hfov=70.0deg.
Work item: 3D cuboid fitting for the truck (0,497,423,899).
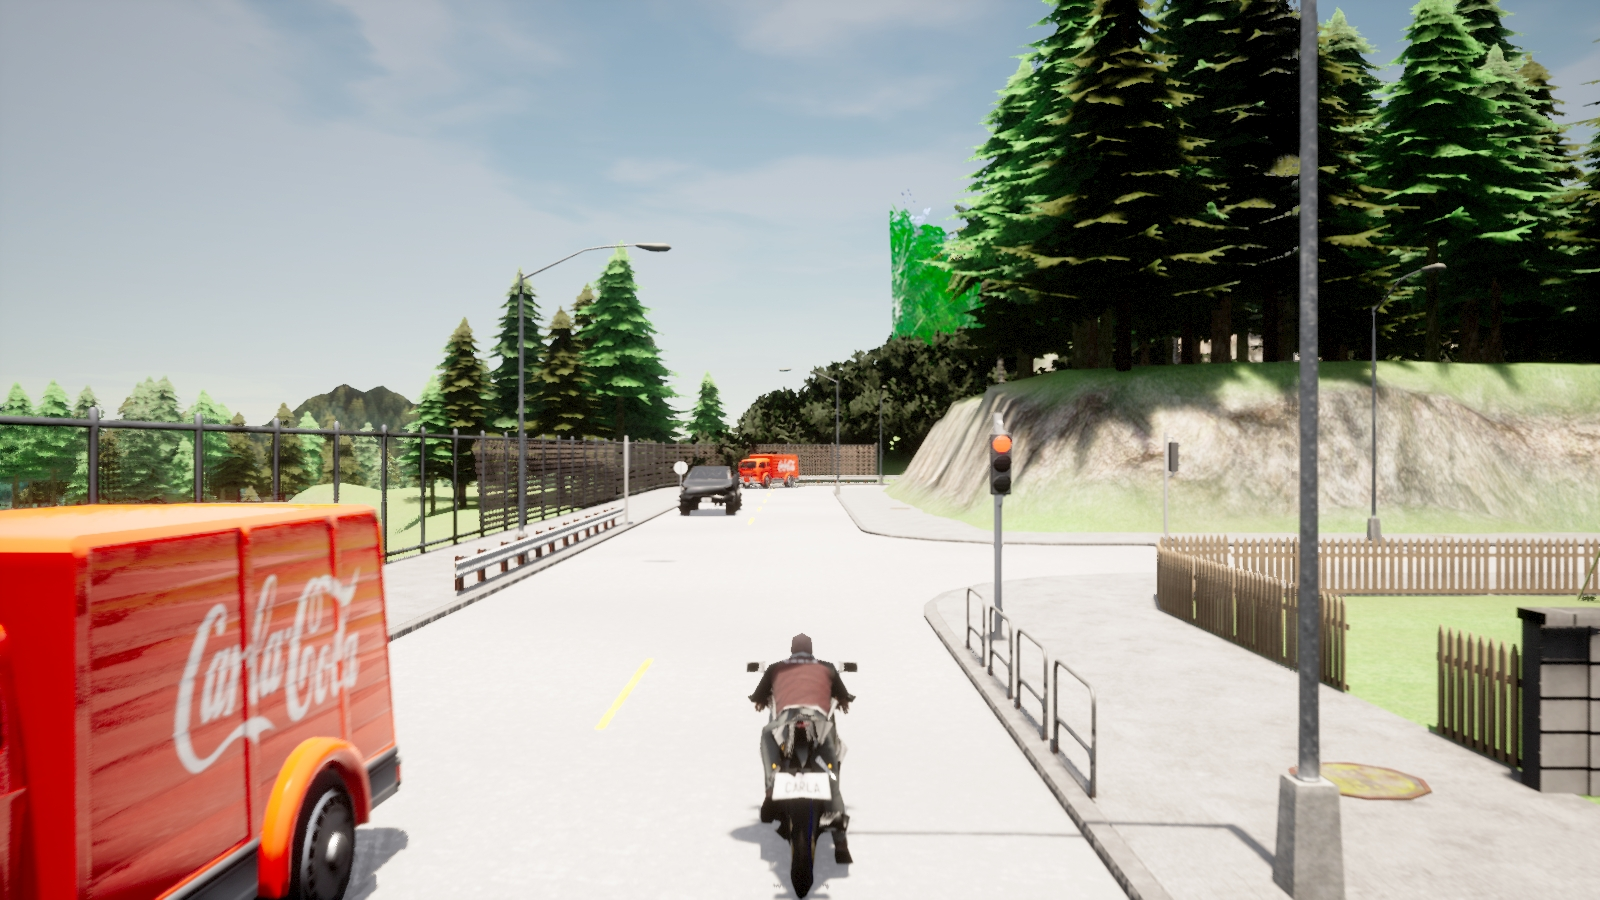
[{"bbox_3d":[-3.989,1.568,5.463,2.627,2.467,5.204,0,0,0],"label":"truck"}]

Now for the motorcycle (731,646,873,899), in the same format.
[{"bbox_3d":[0.014,2.205,8.117,0.867,1.251,2.209,0,0,0],"label":"motorcycle"}]

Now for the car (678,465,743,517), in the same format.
[{"bbox_3d":[-3.911,1.753,50.882,2.390,2.098,6.274,0,0,0],"label":"car"}]
